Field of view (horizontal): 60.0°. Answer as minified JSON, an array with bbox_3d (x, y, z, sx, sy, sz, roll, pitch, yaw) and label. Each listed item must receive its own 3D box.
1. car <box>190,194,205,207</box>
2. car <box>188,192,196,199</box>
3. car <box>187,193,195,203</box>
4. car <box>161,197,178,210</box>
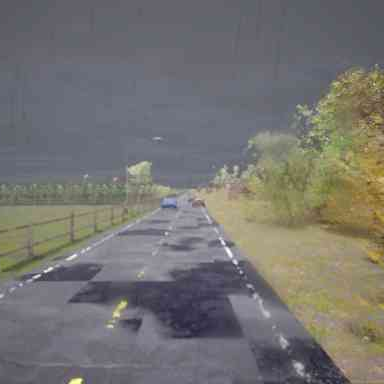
[{"bbox_3d":[0.963,1.470,49.292,1.812,1.442,4.674,0,0,0],"label":"car"},{"bbox_3d":[0.001,1.013,87.847,2.097,1.767,4.553,0,0,0],"label":"car"},{"bbox_3d":[0.000,1.486,67.339,1.895,1.301,4.718,0,0,0],"label":"car"},{"bbox_3d":[-2.834,1.436,42.012,1.882,1.535,5.008,0,0,0],"label":"car"}]
